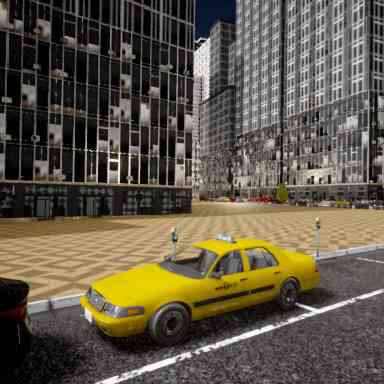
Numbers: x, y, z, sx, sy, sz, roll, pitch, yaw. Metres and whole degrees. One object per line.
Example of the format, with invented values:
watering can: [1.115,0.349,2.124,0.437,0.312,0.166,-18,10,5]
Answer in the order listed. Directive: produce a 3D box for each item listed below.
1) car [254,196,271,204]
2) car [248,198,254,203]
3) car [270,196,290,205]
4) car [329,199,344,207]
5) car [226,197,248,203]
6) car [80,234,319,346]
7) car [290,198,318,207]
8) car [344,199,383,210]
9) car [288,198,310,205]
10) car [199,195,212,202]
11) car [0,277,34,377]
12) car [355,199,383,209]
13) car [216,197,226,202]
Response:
car: [17.247,1.754,77.282,2.192,1.841,5.009,1,-1,-22]
car: [15.133,2.052,82.460,1.802,1.307,4.206,1,-1,-22]
car: [16.284,1.636,58.749,1.967,1.590,4.097,1,-1,-22]
car: [25.619,1.840,56.711,1.752,1.417,4.829,1,-1,-22]
car: [9.957,1.730,74.286,1.967,1.590,4.097,1,-1,-22]
car: [0.435,1.528,6.341,4.829,1.417,1.752,0,1,-35]
car: [18.391,1.716,53.568,2.008,1.369,4.403,1,-1,-22]
car: [22.609,1.653,43.210,2.008,1.369,4.403,1,-1,-22]
car: [21.463,1.927,66.916,2.008,1.369,4.403,1,-1,-22]
car: [3.632,1.698,89.824,2.192,1.841,5.009,1,-1,-22]
car: [-3.928,1.565,3.283,4.313,1.339,1.947,0,1,-36]
car: [27.793,1.833,51.372,2.008,1.369,4.403,1,-1,-22]
car: [7.911,1.845,79.306,1.752,1.417,4.829,1,-1,-22]
